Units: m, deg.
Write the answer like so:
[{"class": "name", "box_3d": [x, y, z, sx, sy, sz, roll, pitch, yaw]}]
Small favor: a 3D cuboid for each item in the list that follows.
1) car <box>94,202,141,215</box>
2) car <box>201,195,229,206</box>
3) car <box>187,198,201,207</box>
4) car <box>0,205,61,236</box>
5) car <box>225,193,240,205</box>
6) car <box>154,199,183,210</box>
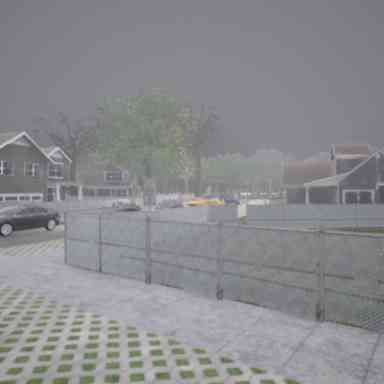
[{"class": "car", "box_3d": [-5.995, 1.546, 27.186, 2.128, 1.511, 4.902, 0, 0, 22]}, {"class": "car", "box_3d": [3.063, 1.529, 43.748, 1.882, 1.535, 5.008, 0, 0, 18]}, {"class": "car", "box_3d": [0.768, 1.513, 46.006, 1.882, 1.535, 5.008, 0, 0, 18]}, {"class": "car", "box_3d": [-9.593, 1.514, 18.540, 1.837, 1.490, 4.892, 0, 0, 23]}, {"class": "car", "box_3d": [6.659, 1.185, 55.861, 2.150, 2.045, 5.566, 0, 0, 15]}, {"class": "car", "box_3d": [-2.500, 1.577, 36.458, 1.837, 1.490, 4.892, 0, 0, 19]}]
